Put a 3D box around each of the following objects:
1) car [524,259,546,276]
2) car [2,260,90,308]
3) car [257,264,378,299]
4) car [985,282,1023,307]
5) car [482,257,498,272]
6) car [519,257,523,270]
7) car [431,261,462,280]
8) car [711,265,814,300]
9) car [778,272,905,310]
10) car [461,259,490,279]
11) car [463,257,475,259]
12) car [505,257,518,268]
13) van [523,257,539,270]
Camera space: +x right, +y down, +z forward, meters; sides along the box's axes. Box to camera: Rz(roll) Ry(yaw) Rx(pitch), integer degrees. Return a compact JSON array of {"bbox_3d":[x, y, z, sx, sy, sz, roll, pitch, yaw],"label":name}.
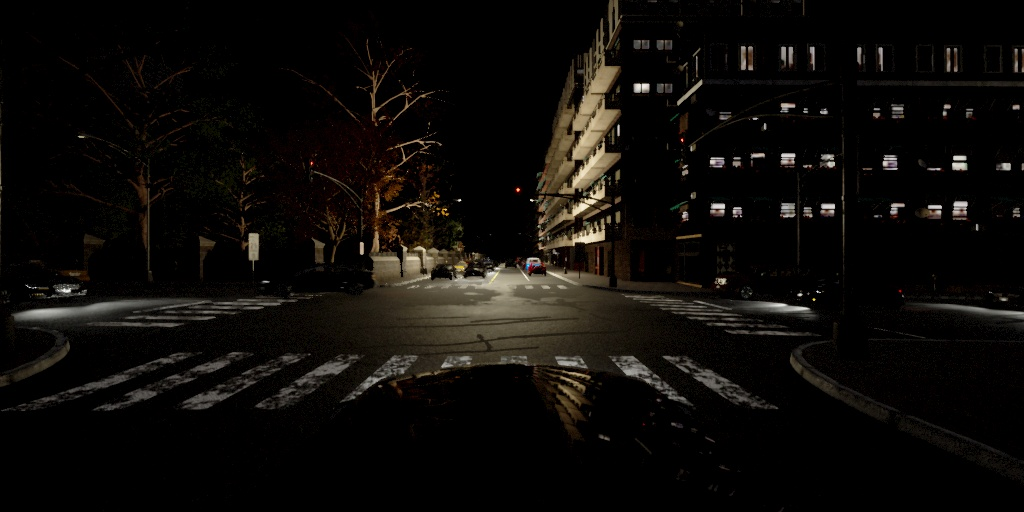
[{"bbox_3d":[2.529,1.314,36.861,1.888,1.381,4.507,0,0,0],"label":"car"},{"bbox_3d":[-18.207,0.954,12.704,4.892,1.490,1.837,1,0,-1],"label":"car"},{"bbox_3d":[-8.894,1.129,16.770,4.902,1.511,2.128,2,0,-27],"label":"car"},{"bbox_3d":[24.952,1.764,16.523,4.674,1.442,1.812,1,0,-1],"label":"car"},{"bbox_3d":[-3.308,1.273,47.961,2.128,1.511,4.902,0,0,0],"label":"car"},{"bbox_3d":[2.450,1.229,53.752,1.967,1.591,4.097,0,0,0],"label":"car"},{"bbox_3d":[-5.825,1.330,31.192,1.948,1.339,4.313,0,0,0],"label":"car"},{"bbox_3d":[13.372,1.353,18.941,5.009,1.841,2.192,0,0,-1],"label":"car"},{"bbox_3d":[15.115,1.623,16.377,4.181,1.385,1.994,1,0,-1],"label":"car"},{"bbox_3d":[-3.238,1.270,32.298,1.837,1.490,4.892,0,0,0],"label":"car"},{"bbox_3d":[-5.904,1.096,48.083,2.192,1.841,5.009,0,0,0],"label":"car"},{"bbox_3d":[-0.181,1.366,61.557,1.994,1.385,4.181,0,0,0],"label":"car"},{"bbox_3d":[2.503,1.115,42.492,1.690,1.789,3.998,0,0,0],"label":"van"}]
